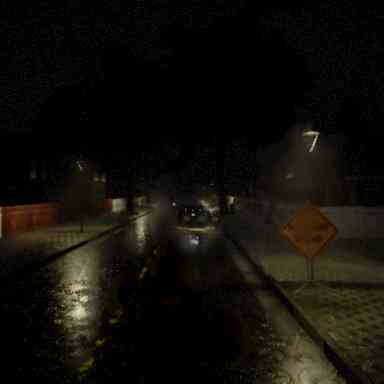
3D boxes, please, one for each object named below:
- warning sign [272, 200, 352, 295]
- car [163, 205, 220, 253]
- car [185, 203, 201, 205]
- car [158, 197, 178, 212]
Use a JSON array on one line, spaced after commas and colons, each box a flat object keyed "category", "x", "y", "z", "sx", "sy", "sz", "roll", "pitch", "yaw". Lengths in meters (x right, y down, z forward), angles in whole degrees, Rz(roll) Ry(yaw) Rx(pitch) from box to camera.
[{"category": "warning sign", "x": 2.507, "y": 1.121, "z": 7.143, "sx": 1.300, "sy": 1.860, "sz": 1.060, "roll": -1, "pitch": -1, "yaw": 0}, {"category": "car", "x": 0.087, "y": 1.502, "z": 13.756, "sx": 2.128, "sy": 1.511, "sz": 4.902, "roll": 0, "pitch": 0, "yaw": 0}, {"category": "car", "x": 0.103, "y": 1.633, "z": 31.100, "sx": 1.895, "sy": 1.301, "sz": 4.718, "roll": 0, "pitch": 0, "yaw": 0}, {"category": "car", "x": -2.830, "y": 1.400, "z": 39.655, "sx": 2.097, "sy": 1.767, "sz": 4.553, "roll": 0, "pitch": 0, "yaw": 0}]
